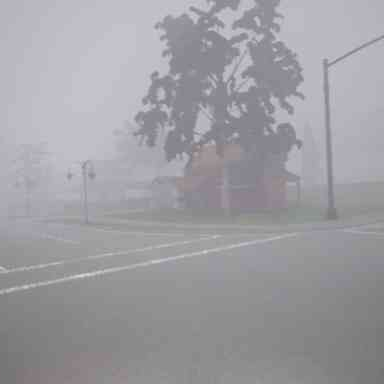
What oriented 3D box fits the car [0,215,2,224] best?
[{"bbox_3d":[-18.072,2.236,27.909,4.892,1.490,1.837,-3,-1,29],"label":"car"}]
